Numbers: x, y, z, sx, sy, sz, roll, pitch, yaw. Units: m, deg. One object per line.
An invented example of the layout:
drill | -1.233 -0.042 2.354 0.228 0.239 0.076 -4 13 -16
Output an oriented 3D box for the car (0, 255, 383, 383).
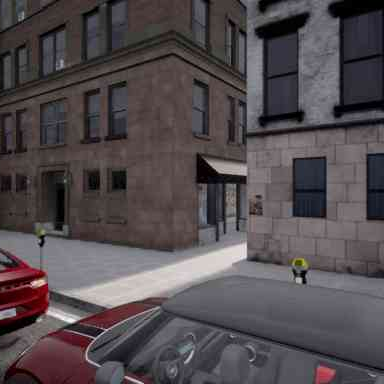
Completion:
car | 0.284 1.440 2.603 4.097 1.590 1.967 0 0 35

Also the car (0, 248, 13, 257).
car | -4.364 1.544 5.872 4.507 1.381 1.887 0 0 35
